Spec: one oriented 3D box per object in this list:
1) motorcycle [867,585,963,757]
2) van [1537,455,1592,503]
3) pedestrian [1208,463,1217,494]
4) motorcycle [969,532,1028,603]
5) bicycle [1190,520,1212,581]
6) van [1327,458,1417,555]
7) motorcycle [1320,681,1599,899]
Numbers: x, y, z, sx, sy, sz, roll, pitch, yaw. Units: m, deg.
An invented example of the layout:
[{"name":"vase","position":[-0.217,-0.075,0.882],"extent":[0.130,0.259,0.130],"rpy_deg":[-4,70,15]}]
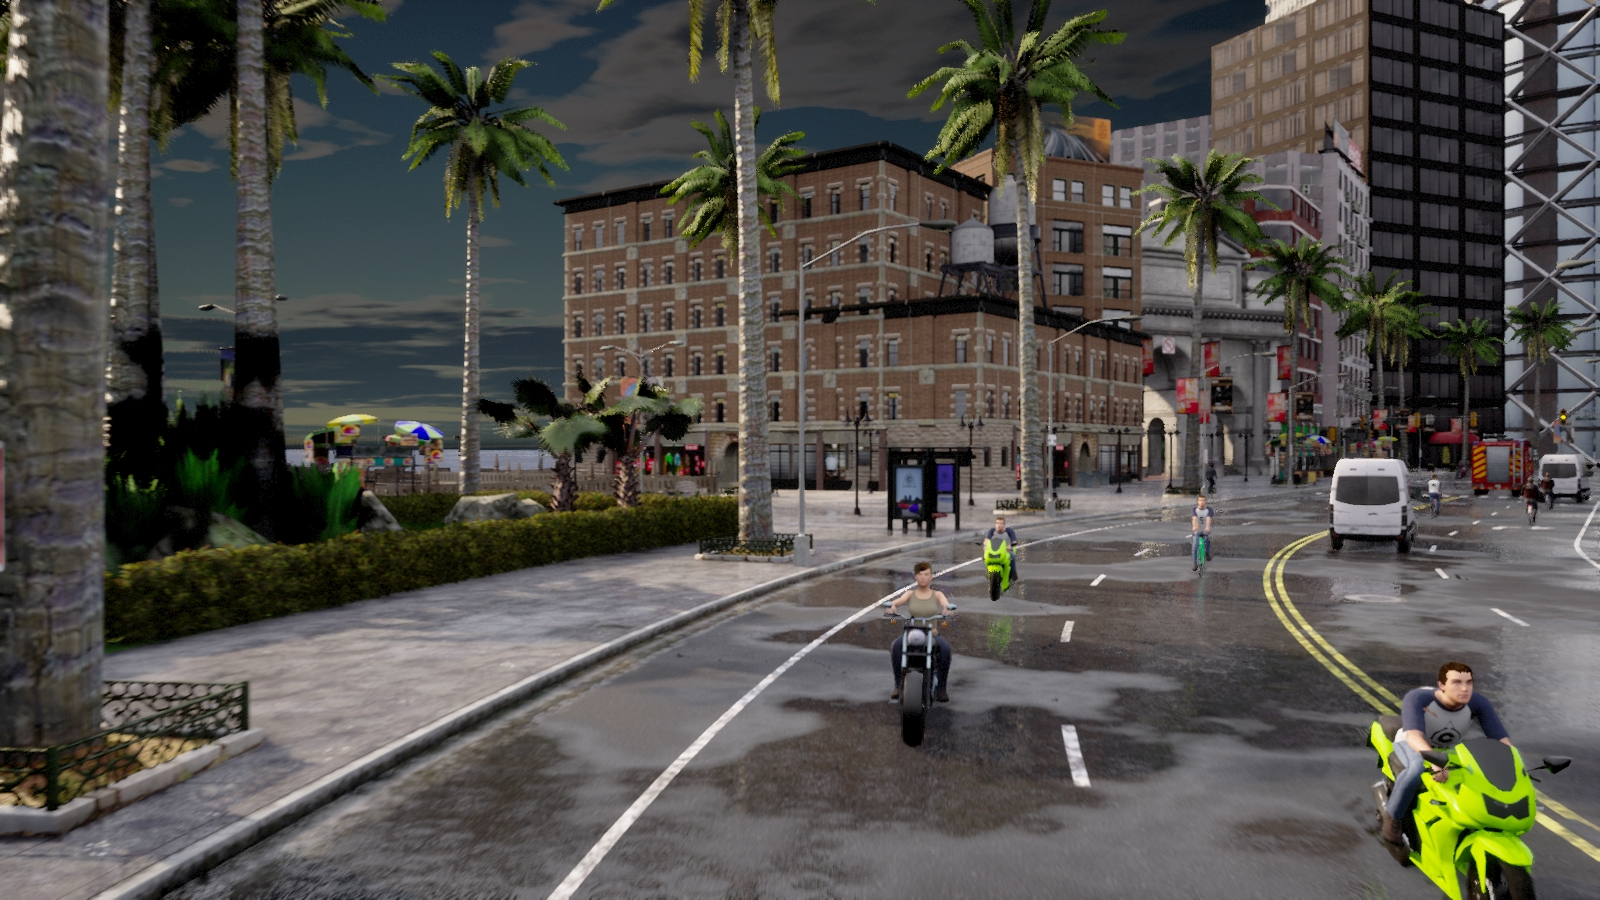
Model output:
[{"name":"motorcycle","position":[1.223,2.170,11.712],"extent":[0.764,1.277,2.356],"rpy_deg":[0,0,11]},{"name":"van","position":[42.537,1.543,63.527],"extent":[1.988,2.561,5.915],"rpy_deg":[0,0,39]},{"name":"pedestrian","position":[24.978,1.702,69.250],"extent":[0.375,1.860,0.375],"rpy_deg":[0,0,-36]},{"name":"motorcycle","position":[3.818,2.214,21.867],"extent":[0.803,1.145,2.033],"rpy_deg":[0,0,19]},{"name":"bicycle","position":[8.879,2.208,25.277],"extent":[0.373,1.196,1.643],"rpy_deg":[1,0,22]},{"name":"van","position":[16.979,1.538,33.772],"extent":[1.988,2.561,5.915],"rpy_deg":[0,0,30]},{"name":"motorcycle","position":[3.951,2.214,7.022],"extent":[0.803,1.145,2.033],"rpy_deg":[1,0,8]}]
